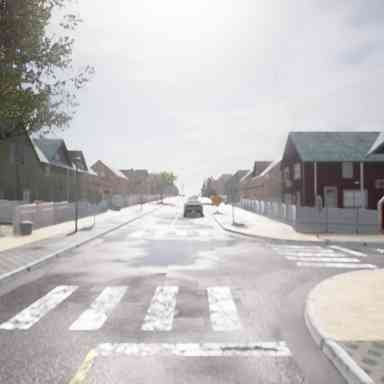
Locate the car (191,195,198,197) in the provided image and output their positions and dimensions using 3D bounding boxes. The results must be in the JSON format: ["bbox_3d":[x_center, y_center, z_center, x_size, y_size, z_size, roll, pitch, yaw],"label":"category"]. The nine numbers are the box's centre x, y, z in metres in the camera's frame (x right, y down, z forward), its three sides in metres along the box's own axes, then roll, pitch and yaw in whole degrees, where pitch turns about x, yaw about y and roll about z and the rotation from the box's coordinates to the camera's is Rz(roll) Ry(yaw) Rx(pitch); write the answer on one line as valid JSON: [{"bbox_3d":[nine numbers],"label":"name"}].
[{"bbox_3d":[0.150,1.534,60.172,1.882,1.535,5.008,0,0,0],"label":"car"}]

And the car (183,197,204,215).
[{"bbox_3d":[0.143,1.519,33.353,1.837,1.490,4.892,0,0,0],"label":"car"}]

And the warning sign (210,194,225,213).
[{"bbox_3d":[2.533,1.130,33.076,1.300,1.860,1.060,-2,-2,0],"label":"warning sign"}]
